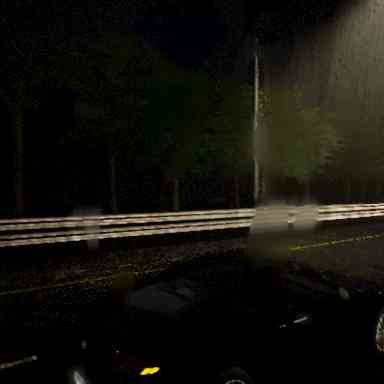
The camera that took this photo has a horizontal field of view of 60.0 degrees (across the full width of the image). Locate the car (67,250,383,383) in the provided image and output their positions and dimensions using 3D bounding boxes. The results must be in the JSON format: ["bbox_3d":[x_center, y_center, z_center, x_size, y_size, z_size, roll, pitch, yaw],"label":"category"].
[{"bbox_3d":[0.854,1.526,4.358,4.674,1.442,1.812,0,0,-35],"label":"car"}]
